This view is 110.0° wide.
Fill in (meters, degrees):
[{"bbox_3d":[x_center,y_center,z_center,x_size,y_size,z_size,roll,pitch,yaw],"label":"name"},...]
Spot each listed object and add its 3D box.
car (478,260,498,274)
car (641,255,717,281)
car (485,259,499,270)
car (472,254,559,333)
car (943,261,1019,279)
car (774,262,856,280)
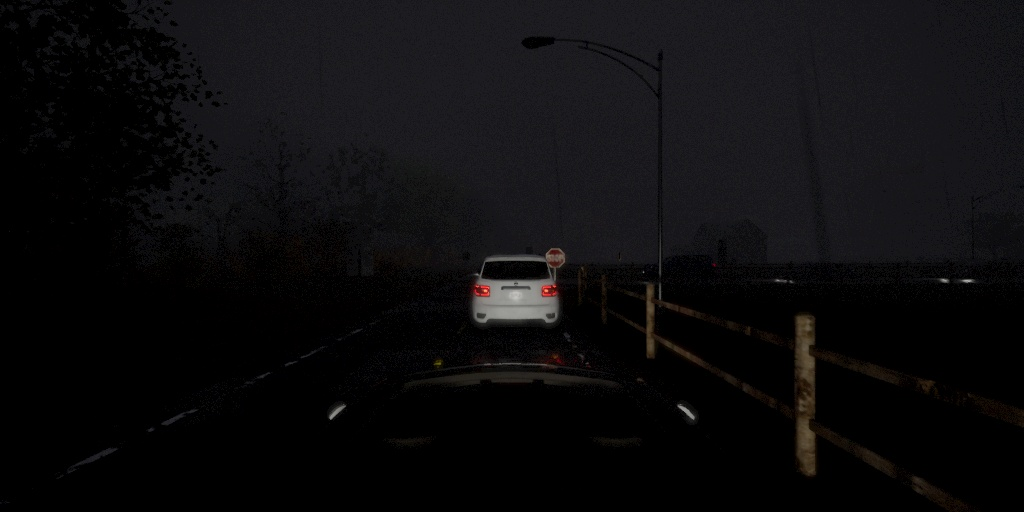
[{"bbox_3d":[-2.840,1.277,43.114,2.033,1.411,5.357,0,0,0],"label":"car"},{"bbox_3d":[13.251,0.916,28.608,5.566,2.045,2.150,0,0,0],"label":"car"},{"bbox_3d":[-2.832,1.240,52.805,1.812,1.442,4.674,0,0,0],"label":"car"},{"bbox_3d":[0.097,0.971,10.823,2.150,2.045,5.566,0,0,0],"label":"car"},{"bbox_3d":[37.884,1.112,28.983,4.674,1.442,1.812,0,0,-1],"label":"car"},{"bbox_3d":[24.272,1.194,28.777,5.357,1.411,2.033,0,0,-1],"label":"car"}]
